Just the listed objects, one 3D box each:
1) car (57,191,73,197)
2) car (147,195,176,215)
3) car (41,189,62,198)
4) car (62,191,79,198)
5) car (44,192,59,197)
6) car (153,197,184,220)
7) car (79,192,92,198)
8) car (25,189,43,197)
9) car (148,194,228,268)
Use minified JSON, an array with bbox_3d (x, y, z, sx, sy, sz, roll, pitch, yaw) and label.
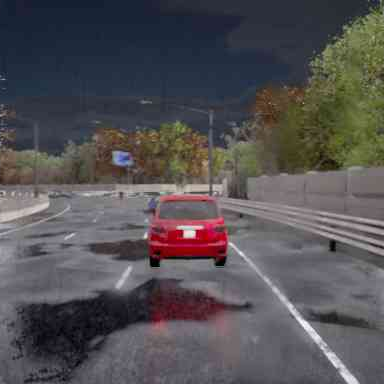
[{"bbox_3d":[-32.153,0.496,84.173,2.128,1.511,4.902,-1,1,-44],"label":"car"},{"bbox_3d":[-2.889,1.087,30.717,1.882,1.535,5.008,0,1,-14],"label":"car"},{"bbox_3d":[-30.199,0.656,71.349,1.812,1.442,4.674,-1,1,-40],"label":"car"},{"bbox_3d":[-27.382,0.626,73.427,2.128,1.511,4.902,-1,1,-40],"label":"car"},{"bbox_3d":[-34.449,0.604,81.501,1.895,1.301,4.718,-1,1,-44],"label":"car"},{"bbox_3d":[-1.930,1.196,25.846,1.812,1.442,4.674,0,1,-11],"label":"car"},{"bbox_3d":[-24.560,0.665,75.519,1.895,1.301,4.718,-1,1,-40],"label":"car"},{"bbox_3d":[-37.160,0.267,79.275,2.150,2.045,5.566,-1,1,-44],"label":"car"},{"bbox_3d":[-0.210,1.082,10.968,2.150,2.045,5.566,0,1,-3],"label":"car"}]
